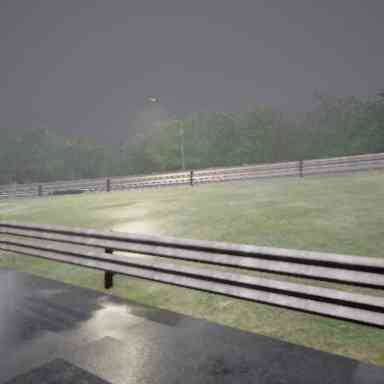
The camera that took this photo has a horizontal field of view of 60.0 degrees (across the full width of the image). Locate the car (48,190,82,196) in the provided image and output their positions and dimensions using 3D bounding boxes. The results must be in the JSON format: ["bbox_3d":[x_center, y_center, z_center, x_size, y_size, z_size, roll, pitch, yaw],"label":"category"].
[{"bbox_3d":[-17.878,0.048,46.672,4.718,1.301,1.895,-4,-2,22],"label":"car"}]
